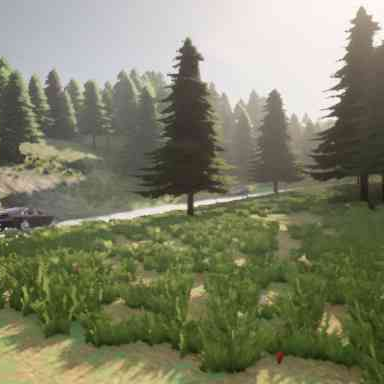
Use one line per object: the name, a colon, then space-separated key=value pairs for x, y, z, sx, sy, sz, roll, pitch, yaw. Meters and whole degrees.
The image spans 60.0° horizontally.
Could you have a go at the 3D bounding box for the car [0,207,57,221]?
car: x=-10.875 y=1.796 z=22.109 sx=1.837 sy=1.490 sz=4.892 roll=-1 pitch=-2 yaw=13

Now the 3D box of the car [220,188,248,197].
car: x=6.106 y=-0.090 z=48.011 sx=5.008 sy=1.535 sz=1.882 roll=-7 pitch=4 yaw=-43
